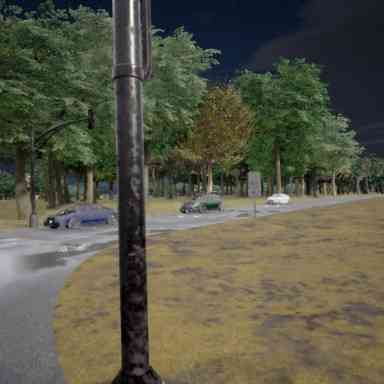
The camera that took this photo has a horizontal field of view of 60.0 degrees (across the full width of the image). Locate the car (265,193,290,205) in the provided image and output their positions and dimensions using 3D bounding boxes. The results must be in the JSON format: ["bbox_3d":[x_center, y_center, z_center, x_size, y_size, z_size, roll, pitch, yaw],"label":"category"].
[{"bbox_3d":[11.023,0.917,42.607,1.812,1.442,4.674,-3,-1,38],"label":"car"}]

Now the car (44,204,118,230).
[{"bbox_3d":[-6.476,1.406,19.653,1.994,1.385,4.181,-3,-1,37],"label":"car"}]

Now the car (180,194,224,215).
[{"bbox_3d":[0.914,0.996,29.355,2.097,1.767,4.553,-3,-1,37],"label":"car"}]
